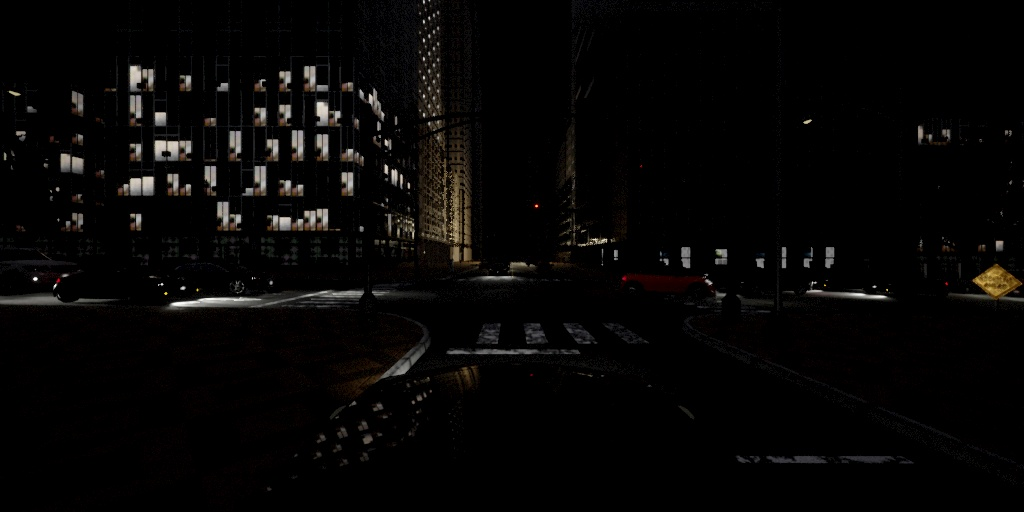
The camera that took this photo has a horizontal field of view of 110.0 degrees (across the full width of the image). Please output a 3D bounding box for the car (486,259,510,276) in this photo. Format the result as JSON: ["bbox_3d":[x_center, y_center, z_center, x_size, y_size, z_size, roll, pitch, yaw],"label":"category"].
[{"bbox_3d":[-1.397,1.293,37.222,1.812,1.442,4.674,0,0,0],"label":"car"}]

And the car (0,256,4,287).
[{"bbox_3d":[-23.691,0.832,13.773,4.902,1.511,2.128,1,0,-3],"label":"car"}]

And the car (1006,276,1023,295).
[{"bbox_3d":[34.486,1.745,23.005,4.553,1.767,2.097,1,0,-2],"label":"car"}]

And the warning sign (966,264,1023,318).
[{"bbox_3d":[17.306,1.204,12.804,1.060,1.860,1.300,0,0,-2],"label":"warning sign"}]

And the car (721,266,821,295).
[{"bbox_3d":[15.856,1.564,22.211,4.892,1.490,1.837,1,0,-4],"label":"car"}]

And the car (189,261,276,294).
[{"bbox_3d":[-14.246,1.004,17.443,4.902,1.511,2.128,1,0,-3],"label":"car"}]

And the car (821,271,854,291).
[{"bbox_3d":[23.686,1.763,25.810,4.181,1.385,1.994,1,0,-5],"label":"car"}]

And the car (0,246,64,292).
[{"bbox_3d":[-24.086,0.553,17.005,5.566,2.045,2.150,1,0,-2],"label":"car"}]

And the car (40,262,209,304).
[{"bbox_3d":[-15.044,1.063,14.147,4.181,1.385,1.994,1,0,-2],"label":"car"}]

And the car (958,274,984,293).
[{"bbox_3d":[33.780,1.980,26.229,4.718,1.301,1.895,1,0,-3],"label":"car"}]

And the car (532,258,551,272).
[{"bbox_3d":[4.053,1.329,46.644,1.948,1.339,4.313,0,0,0],"label":"car"}]

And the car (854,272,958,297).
[{"bbox_3d":[24.723,1.782,22.588,4.181,1.385,1.994,1,0,-3],"label":"car"}]

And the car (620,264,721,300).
[{"bbox_3d":[8.128,1.273,19.008,4.553,1.767,2.097,1,0,19],"label":"car"}]

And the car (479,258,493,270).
[{"bbox_3d":[-3.885,1.342,52.159,1.802,1.307,4.207,0,0,0],"label":"car"}]

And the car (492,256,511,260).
[{"bbox_3d":[-1.416,0.982,53.479,2.150,2.045,5.566,0,0,0],"label":"car"}]
